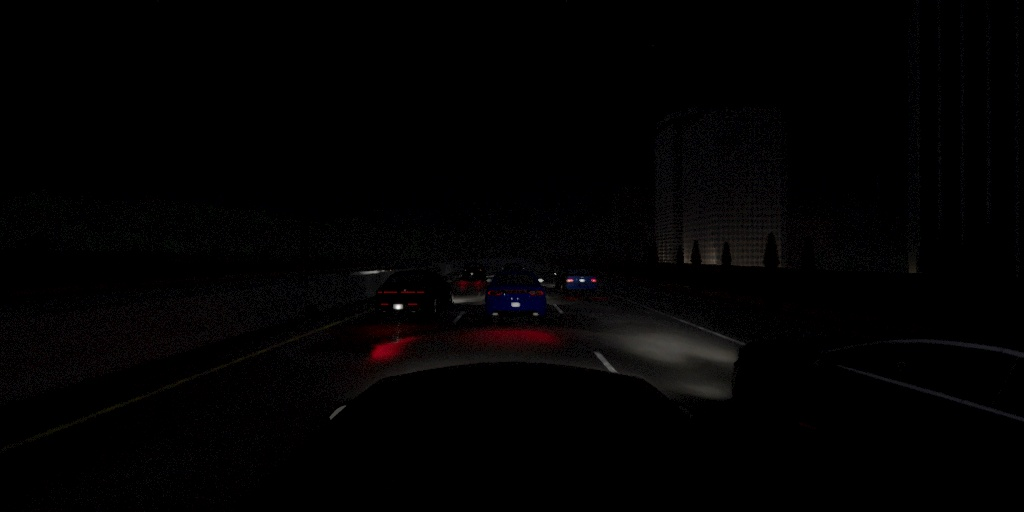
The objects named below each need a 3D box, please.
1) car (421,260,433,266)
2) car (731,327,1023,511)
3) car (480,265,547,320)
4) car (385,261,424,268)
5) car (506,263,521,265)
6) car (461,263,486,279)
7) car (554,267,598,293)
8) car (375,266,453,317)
[{"bbox_3d":[-13.970,1.396,57.223,2.033,1.411,5.357,0,0,0],"label":"car"},{"bbox_3d":[3.600,1.242,2.431,2.128,1.511,4.902,0,0,0],"label":"car"},{"bbox_3d":[0.107,1.236,12.671,1.882,1.535,5.008,0,0,0],"label":"car"},{"bbox_3d":[-10.554,1.404,35.523,1.895,1.301,4.718,0,0,0],"label":"car"},{"bbox_3d":[0.119,1.340,31.070,2.033,1.411,5.357,0,0,0],"label":"car"},{"bbox_3d":[-3.393,1.322,32.617,1.812,1.442,4.674,0,0,0],"label":"car"},{"bbox_3d":[3.613,1.320,20.986,2.033,1.411,5.357,0,0,0],"label":"car"},{"bbox_3d":[-3.392,1.264,13.115,1.837,1.490,4.892,0,0,0],"label":"car"}]
